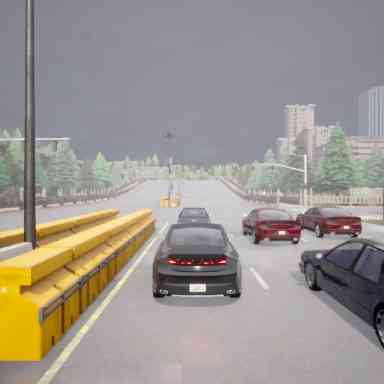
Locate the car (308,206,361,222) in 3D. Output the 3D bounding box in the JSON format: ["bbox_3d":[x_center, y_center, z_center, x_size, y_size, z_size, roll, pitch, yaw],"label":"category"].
[{"bbox_3d":[7.091,1.478,17.758,1.882,1.535,5.008,0,0,0],"label":"car"}]

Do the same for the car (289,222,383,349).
[{"bbox_3d":[3.592,1.547,5.945,2.033,1.411,5.357,0,0,0],"label":"car"}]

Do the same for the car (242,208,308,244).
[{"bbox_3d":[3.593,1.478,15.770,1.882,1.535,5.008,0,0,0],"label":"car"}]

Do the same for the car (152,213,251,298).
[{"bbox_3d":[0.099,1.505,8.501,1.837,1.490,4.892,0,0,0],"label":"car"}]

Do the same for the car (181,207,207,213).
[{"bbox_3d":[0.091,1.547,18.232,2.033,1.411,5.357,0,0,0],"label":"car"}]
